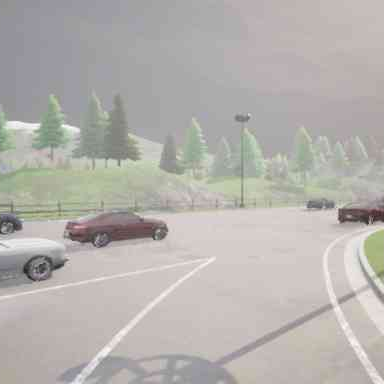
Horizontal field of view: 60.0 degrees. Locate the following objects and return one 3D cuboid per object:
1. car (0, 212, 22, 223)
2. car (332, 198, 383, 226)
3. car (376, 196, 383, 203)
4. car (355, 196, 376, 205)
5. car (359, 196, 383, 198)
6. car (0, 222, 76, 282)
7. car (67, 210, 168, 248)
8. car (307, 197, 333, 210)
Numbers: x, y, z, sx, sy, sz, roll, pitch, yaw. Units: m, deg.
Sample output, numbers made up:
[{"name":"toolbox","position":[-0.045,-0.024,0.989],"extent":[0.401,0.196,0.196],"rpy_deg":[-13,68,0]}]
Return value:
[{"name":"car","position":[-11.190,1.329,16.903],"extent":[4.553,1.767,2.097],"rpy_deg":[0,0,-42]},{"name":"car","position":[12.077,1.444,23.402],"extent":[5.008,1.535,1.882],"rpy_deg":[0,0,-43]},{"name":"car","position":[38.053,1.458,65.378],"extent":[4.181,1.385,1.994],"rpy_deg":[0,0,-42]},{"name":"car","position":[30.673,1.441,58.830],"extent":[4.674,1.442,1.812],"rpy_deg":[0,0,-42]},{"name":"car","position":[18.204,1.458,33.612],"extent":[4.892,1.490,1.837],"rpy_deg":[-1,1,-42]},{"name":"car","position":[-5.511,1.591,7.906],"extent":[4.718,1.301,1.895],"rpy_deg":[0,0,-42]},{"name":"car","position":[-3.209,1.506,14.626],"extent":[4.674,1.442,1.812],"rpy_deg":[0,0,-42]},{"name":"car","position":[15.969,1.448,40.986],"extent":[4.892,1.490,1.837],"rpy_deg":[0,0,-42]}]
